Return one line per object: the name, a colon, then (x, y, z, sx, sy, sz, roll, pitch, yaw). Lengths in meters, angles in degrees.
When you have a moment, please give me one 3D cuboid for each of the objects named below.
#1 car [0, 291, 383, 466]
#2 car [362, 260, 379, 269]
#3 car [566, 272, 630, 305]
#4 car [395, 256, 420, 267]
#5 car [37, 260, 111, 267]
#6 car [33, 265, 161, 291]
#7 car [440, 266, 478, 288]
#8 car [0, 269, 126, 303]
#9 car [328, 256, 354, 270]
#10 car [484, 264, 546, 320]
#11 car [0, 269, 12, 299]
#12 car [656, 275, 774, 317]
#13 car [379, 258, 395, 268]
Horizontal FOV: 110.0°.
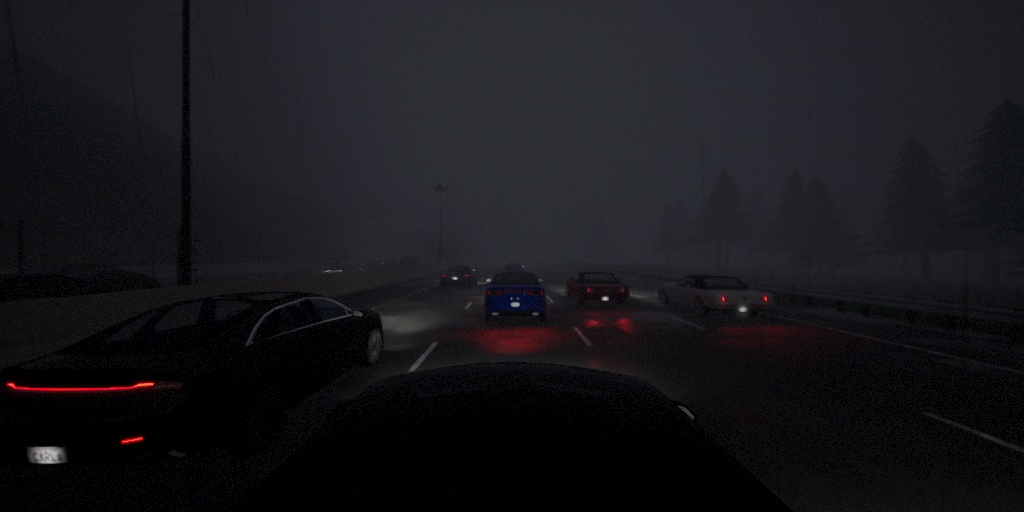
car: (-3.400, 1.242, 5.048, 2.128, 1.511, 4.902, 0, 0, 0)
car: (-22.517, 1.351, 57.670, 1.895, 1.301, 4.718, 0, 0, -6)
car: (3.596, 1.351, 16.035, 1.895, 1.301, 4.718, 0, 0, 0)
car: (-14.926, 0.972, 52.325, 2.150, 2.045, 5.566, 0, 0, -4)
car: (-21.104, 1.102, 16.744, 2.097, 1.767, 4.553, 0, 0, 0)
car: (-17.603, 1.276, 15.121, 1.812, 1.442, 4.674, 0, 0, 0)
car: (-3.405, 1.314, 23.508, 1.994, 1.385, 4.181, 0, 0, 0)
car: (-14.103, 1.255, 9.711, 1.837, 1.490, 4.892, 0, 0, 0)
car: (-25.633, 0.972, 53.988, 2.150, 2.045, 5.566, 0, 0, -5)
car: (0.098, 1.228, 12.677, 1.882, 1.535, 5.008, 0, 0, 0)
car: (-24.603, 1.297, 14.236, 2.033, 1.411, 5.357, 0, 0, 0)
car: (7.096, 1.351, 13.242, 1.895, 1.301, 4.718, 0, 0, 0)
car: (-18.885, 1.103, 56.508, 2.097, 1.767, 4.553, 0, 0, -6)
